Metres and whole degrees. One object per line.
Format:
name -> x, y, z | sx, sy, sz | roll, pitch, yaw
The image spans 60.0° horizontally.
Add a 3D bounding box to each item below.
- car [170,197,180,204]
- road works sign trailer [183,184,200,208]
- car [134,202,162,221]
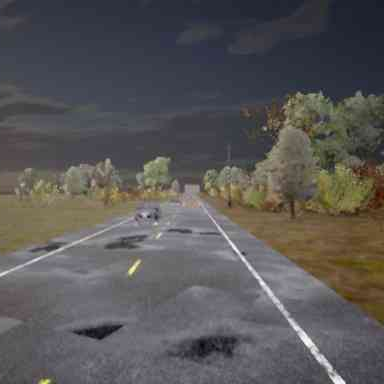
car -> -3.491, 1.708, 69.608 | 1.994, 1.385, 4.181 | 0, 0, 0
road works sign trailer -> 0.007, 0.591, 48.761 | 2.380, 3.560, 2.880 | 0, 0, 0
car -> -3.592, 1.572, 27.783 | 2.128, 1.511, 4.902 | 0, 0, 0
